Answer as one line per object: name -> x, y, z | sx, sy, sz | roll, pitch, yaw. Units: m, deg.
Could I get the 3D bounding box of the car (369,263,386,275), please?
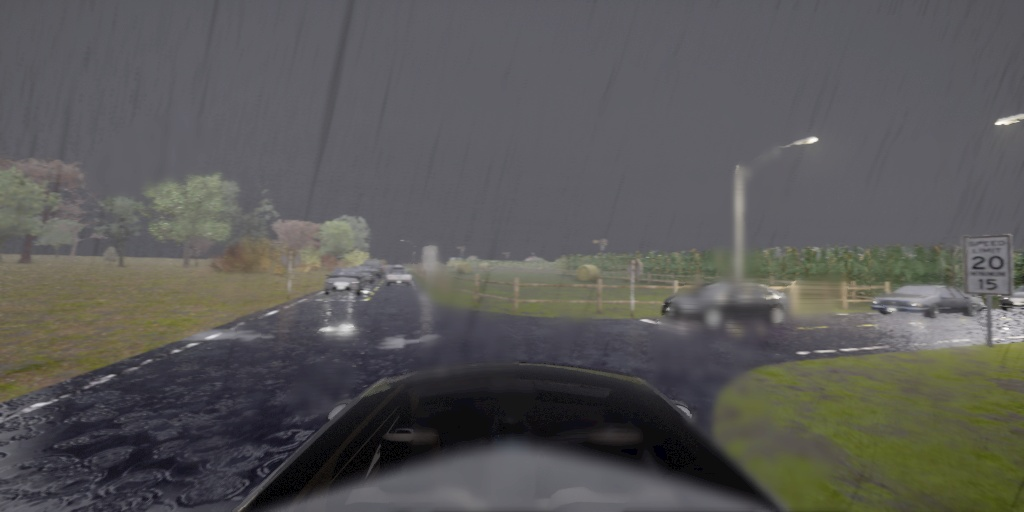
car -> -18.815, 1.840, 50.240 | 1.882, 1.535, 5.008 | 2, -2, -17

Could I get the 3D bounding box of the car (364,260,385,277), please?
car -> -15.701, 1.431, 40.273 | 2.150, 2.045, 5.566 | 2, -2, -18

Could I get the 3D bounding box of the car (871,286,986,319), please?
car -> 19.655, 2.130, 16.914 | 5.357, 1.411, 2.033 | 2, -2, -18

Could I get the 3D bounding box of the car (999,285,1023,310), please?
car -> 29.775, 2.388, 20.117 | 4.902, 1.511, 2.128 | 2, -2, -17

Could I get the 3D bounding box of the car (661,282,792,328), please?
car -> 7.890, 1.720, 13.231 | 4.892, 1.490, 1.837 | 2, -2, -16

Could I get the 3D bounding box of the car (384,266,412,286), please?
car -> -9.431, 1.759, 30.007 | 1.895, 1.301, 4.718 | 2, -2, -17

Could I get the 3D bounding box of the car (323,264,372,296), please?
car -> -9.654, 1.413, 20.982 | 2.128, 1.511, 4.902 | 2, -2, -19

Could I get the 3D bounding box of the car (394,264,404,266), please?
car -> -17.228, 2.006, 54.624 | 1.882, 1.535, 5.008 | 2, -1, -17

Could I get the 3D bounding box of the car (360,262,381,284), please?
car -> -12.655, 1.552, 30.455 | 2.128, 1.511, 4.902 | 2, -2, -17
